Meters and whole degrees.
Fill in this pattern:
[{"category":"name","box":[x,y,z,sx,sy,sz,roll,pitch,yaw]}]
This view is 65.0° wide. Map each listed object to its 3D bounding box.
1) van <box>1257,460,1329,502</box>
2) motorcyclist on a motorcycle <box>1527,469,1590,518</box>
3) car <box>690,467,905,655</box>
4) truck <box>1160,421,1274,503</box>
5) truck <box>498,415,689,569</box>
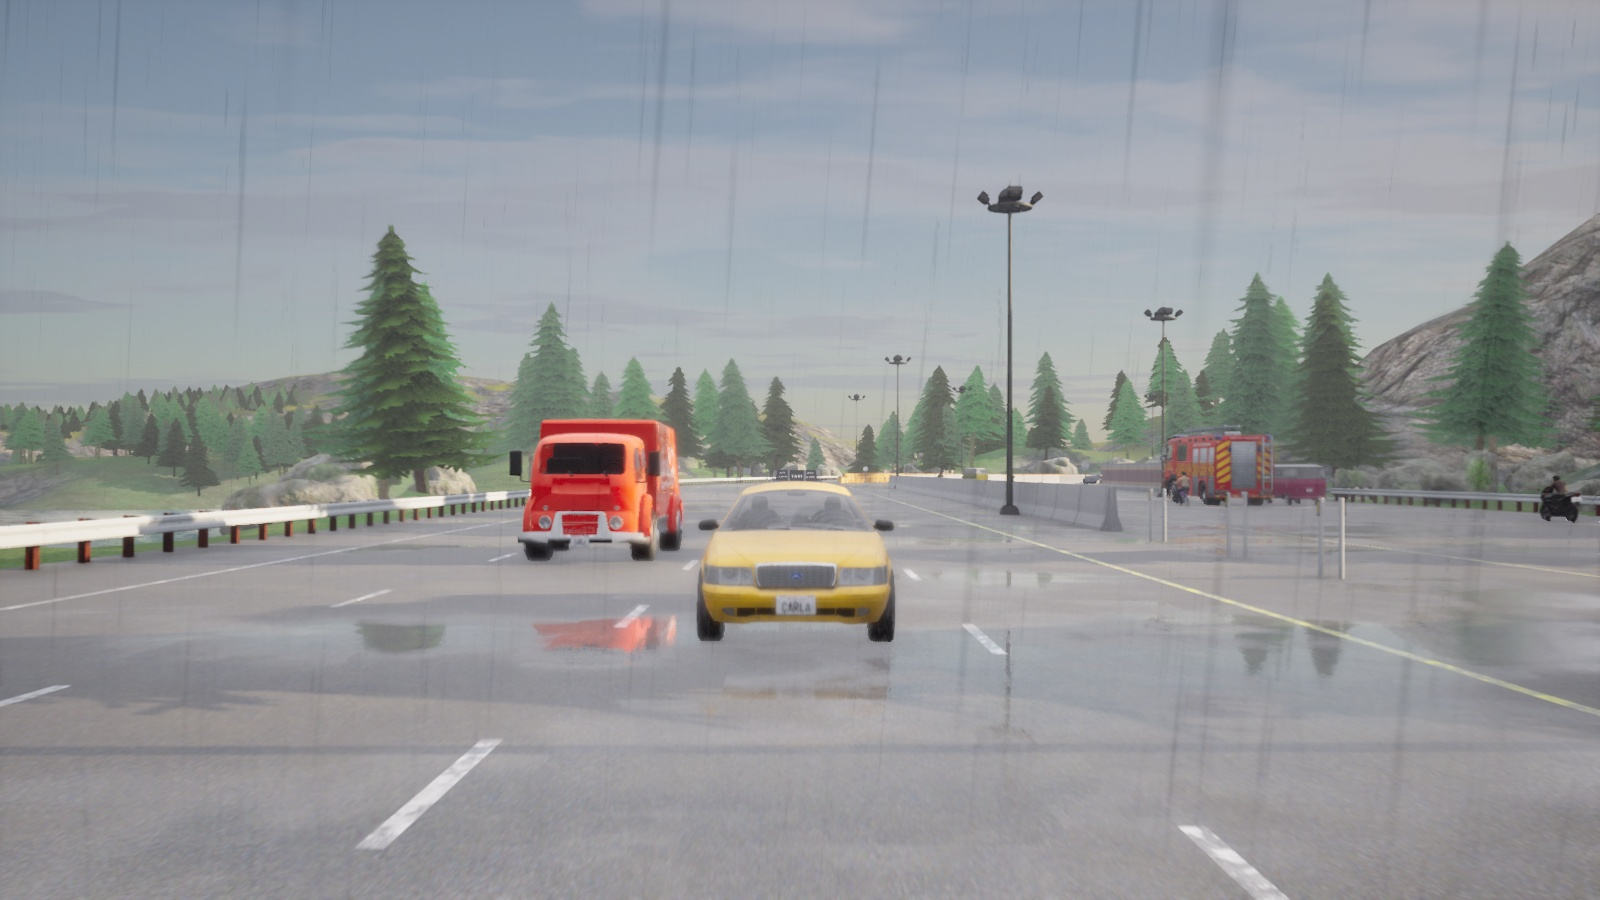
[{"category":"van","box":[24.351,1.510,62.141,1.775,1.987,4.442,0,-1,0]},{"category":"motorcyclist on a motorcycle","box":[24.406,1.376,40.451,0.797,1.523,2.044,0,-1,0]},{"category":"car","box":[-0.031,0.975,13.241,1.801,1.575,5.366,0,-1,0]},{"category":"truck","box":[20.844,0.628,63.410,2.891,3.827,8.468,0,-1,0]},{"category":"truck","box":[-3.555,0.724,22.823,2.627,2.467,5.204,0,-1,0]}]
